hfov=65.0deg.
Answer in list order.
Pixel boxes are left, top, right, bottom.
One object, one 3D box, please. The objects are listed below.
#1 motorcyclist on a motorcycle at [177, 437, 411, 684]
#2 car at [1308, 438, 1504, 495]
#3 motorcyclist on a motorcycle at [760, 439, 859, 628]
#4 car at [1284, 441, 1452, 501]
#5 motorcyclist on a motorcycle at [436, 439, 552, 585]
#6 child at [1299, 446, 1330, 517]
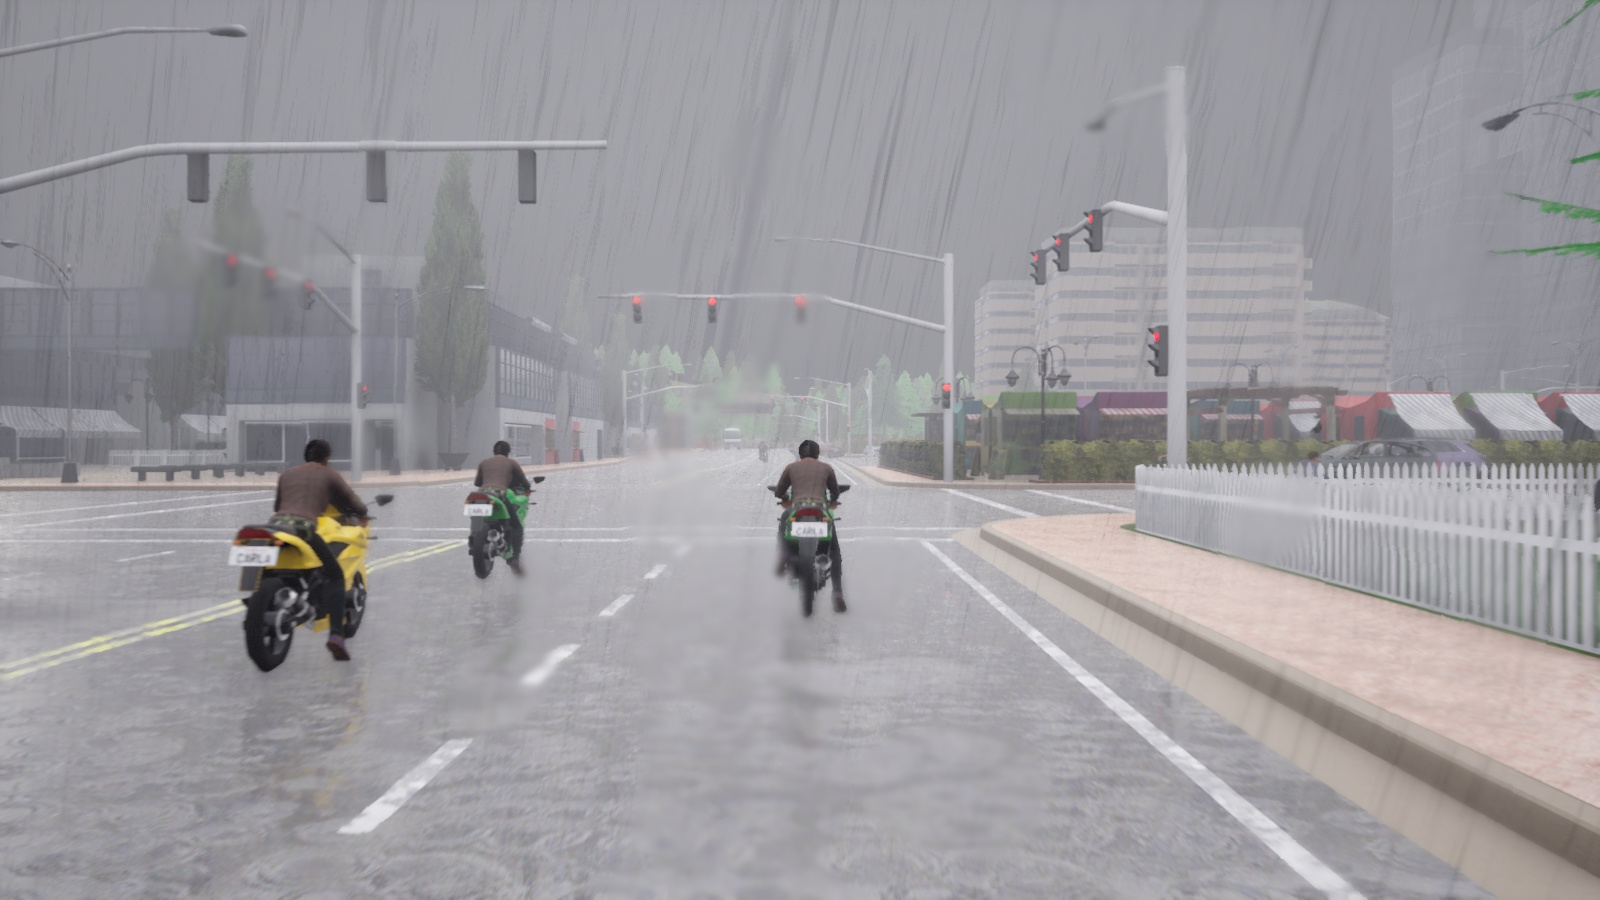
[{"bbox_3d":[-3.435,0.676,8.764,0.797,1.523,2.044,0,0,0],"label":"motorcyclist on a motorcycle"},{"bbox_3d":[17.926,0.481,37.319,4.856,1.649,2.033,0,0,-1],"label":"car"},{"bbox_3d":[0.078,0.666,11.130,0.797,1.523,2.044,0,0,0],"label":"motorcyclist on a motorcycle"},{"bbox_3d":[15.222,0.547,33.765,3.705,1.549,1.789,0,0,-1],"label":"car"},{"bbox_3d":[-3.404,0.646,14.152,0.797,1.523,2.044,0,0,0],"label":"motorcyclist on a motorcycle"},{"bbox_3d":[9.281,0.565,22.643,0.437,1.263,0.270,0,0,-1],"label":"child"}]
